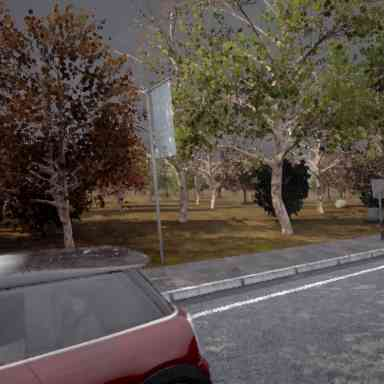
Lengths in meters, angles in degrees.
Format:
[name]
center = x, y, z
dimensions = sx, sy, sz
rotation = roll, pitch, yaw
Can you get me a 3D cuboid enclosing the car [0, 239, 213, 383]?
[car]
center = -2.092, 1.353, 2.440
dimensions = 4.553, 1.767, 2.097
rotation = 0, 0, -36
